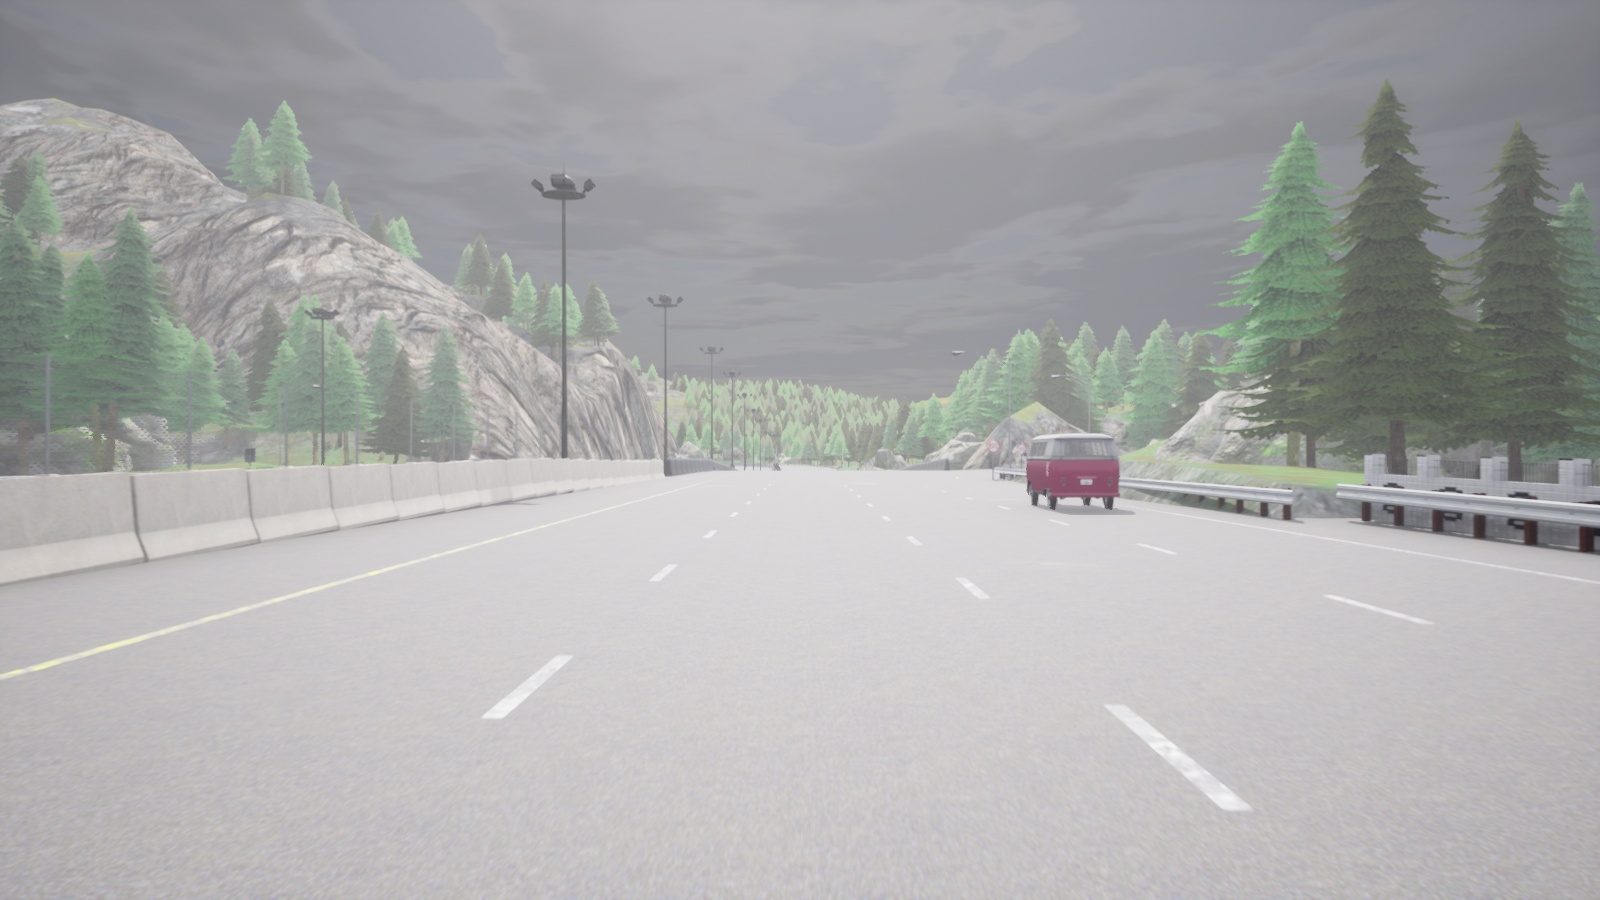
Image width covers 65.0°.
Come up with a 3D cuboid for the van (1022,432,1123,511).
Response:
[{"bbox_3d":[7.207,0.552,33.667,1.775,1.987,4.442,0,0,0],"label":"van"}]
